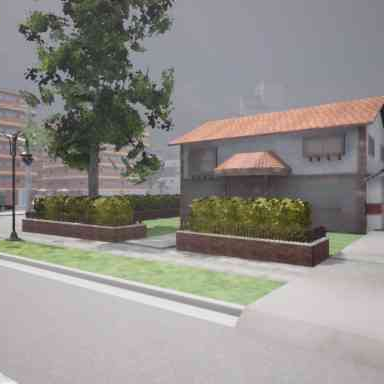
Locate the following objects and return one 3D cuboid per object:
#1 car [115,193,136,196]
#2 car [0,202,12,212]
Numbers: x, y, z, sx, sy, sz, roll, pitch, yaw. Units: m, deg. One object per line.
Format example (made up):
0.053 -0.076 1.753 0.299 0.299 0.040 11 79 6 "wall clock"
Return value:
-10.616 1.222 50.089 2.150 2.045 5.566 0 0 36 "car"
-21.589 1.601 35.037 1.895 1.301 4.718 0 0 33 "car"
